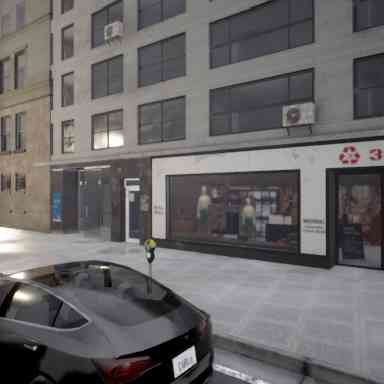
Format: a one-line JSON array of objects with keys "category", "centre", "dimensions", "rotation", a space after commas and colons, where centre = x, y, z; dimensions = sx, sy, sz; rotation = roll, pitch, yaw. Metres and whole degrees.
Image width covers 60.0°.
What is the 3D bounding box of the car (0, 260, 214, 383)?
[{"category": "car", "centre": [-1.755, 1.566, 4.218], "dimensions": [4.313, 1.339, 1.947], "rotation": [0, 0, 36]}]
